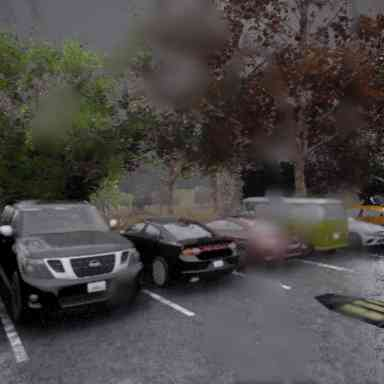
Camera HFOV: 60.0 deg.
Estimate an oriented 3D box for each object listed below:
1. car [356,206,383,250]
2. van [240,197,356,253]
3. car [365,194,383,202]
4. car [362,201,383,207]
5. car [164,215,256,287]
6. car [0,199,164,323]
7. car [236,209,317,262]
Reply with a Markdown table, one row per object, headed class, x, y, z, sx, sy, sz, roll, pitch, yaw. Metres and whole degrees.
| class | x | y | z | sx | sy | sz | roll | pitch | yaw |
| --- | --- | --- | --- | --- | --- | --- | --- | --- | --- |
| car | 5.820 | 1.457 | 14.222 | 2.002 | 1.452 | 4.674 | 0 | 0 | -36 |
| van | 3.498 | 1.205 | 12.704 | 1.878 | 1.987 | 4.442 | 0 | 0 | -36 |
| car | 12.703 | 1.125 | 19.098 | 2.435 | 2.045 | 5.566 | 0 | 0 | -36 |
| car | 8.181 | 1.403 | 15.897 | 2.097 | 1.535 | 5.008 | 0 | 0 | -36 |
| car | -0.837 | 1.457 | 9.458 | 2.097 | 1.535 | 5.008 | 0 | 0 | -36 |
| car | -3.181 | 1.220 | 7.757 | 2.435 | 2.045 | 5.566 | 0 | 0 | -36 |
| car | 1.416 | 1.484 | 11.071 | 2.002 | 1.452 | 4.674 | 0 | 0 | -36 |
